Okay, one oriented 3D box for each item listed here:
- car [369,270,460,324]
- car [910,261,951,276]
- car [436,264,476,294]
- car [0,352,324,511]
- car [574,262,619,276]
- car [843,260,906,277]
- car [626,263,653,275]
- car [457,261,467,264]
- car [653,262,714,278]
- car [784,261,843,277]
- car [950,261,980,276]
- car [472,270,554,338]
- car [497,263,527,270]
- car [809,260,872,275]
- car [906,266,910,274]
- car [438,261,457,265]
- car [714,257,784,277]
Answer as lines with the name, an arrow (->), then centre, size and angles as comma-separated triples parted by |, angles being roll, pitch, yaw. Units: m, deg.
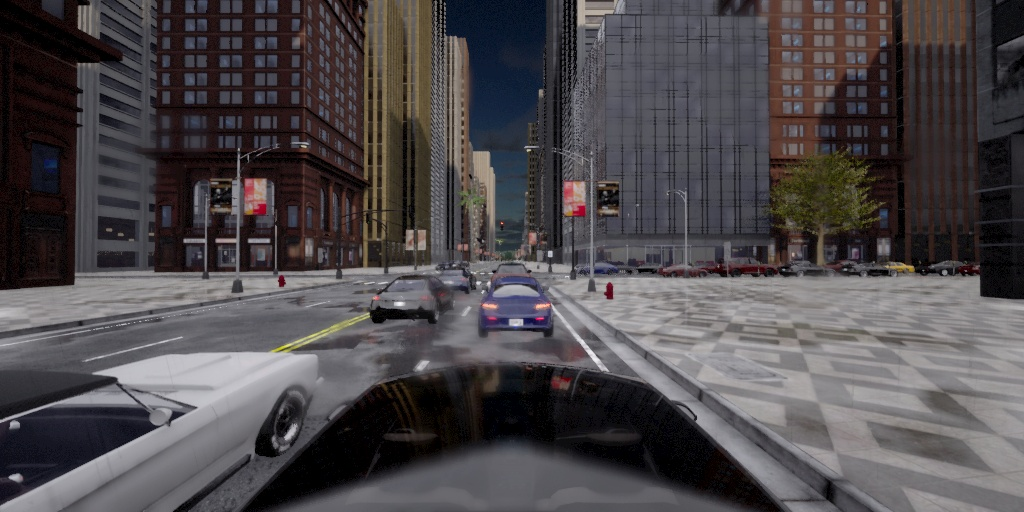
car -> -3.158, 1.327, 12.116 | 1.994, 1.385, 4.181 | 0, 0, 0
car -> 42.776, 1.206, 35.222 | 4.892, 1.490, 1.837 | 0, -1, -1
car -> -3.164, 1.353, 20.504 | 1.994, 1.385, 4.181 | 0, 0, 0
car -> -3.154, 1.351, 2.109 | 1.895, 1.301, 4.718 | 0, 0, 0
car -> 8.836, 1.362, 37.837 | 4.674, 1.442, 1.812 | 0, -1, -1
car -> 32.208, 1.260, 32.425 | 4.313, 1.339, 1.948 | 0, 0, -1
car -> 15.159, 1.412, 40.674 | 4.313, 1.339, 1.948 | 0, 0, -1
car -> -9.861, 1.545, 63.138 | 2.128, 1.511, 4.902 | 0, 0, 0
car -> 15.295, 1.327, 32.150 | 4.207, 1.307, 1.802 | 0, 0, -1
car -> 26.571, 1.276, 32.333 | 4.313, 1.339, 1.948 | 0, 0, -1
car -> 43.484, 1.214, 32.608 | 4.507, 1.381, 1.888 | 0, 0, -1
car -> 0.099, 1.284, 10.124 | 1.812, 1.442, 4.674 | 0, 0, 0
car -> -0.012, 1.135, 19.110 | 2.097, 1.767, 4.553 | 0, 0, 0
car -> 34.949, 1.234, 38.236 | 5.008, 1.535, 1.882 | 0, -1, -1
car -> 43.181, 1.296, 41.129 | 4.829, 1.417, 1.751 | 0, 0, -1
car -> -9.877, 1.544, 52.852 | 1.994, 1.385, 4.181 | 0, 0, 0
car -> 20.934, 1.041, 32.242 | 5.009, 1.841, 2.192 | 0, 0, -1
